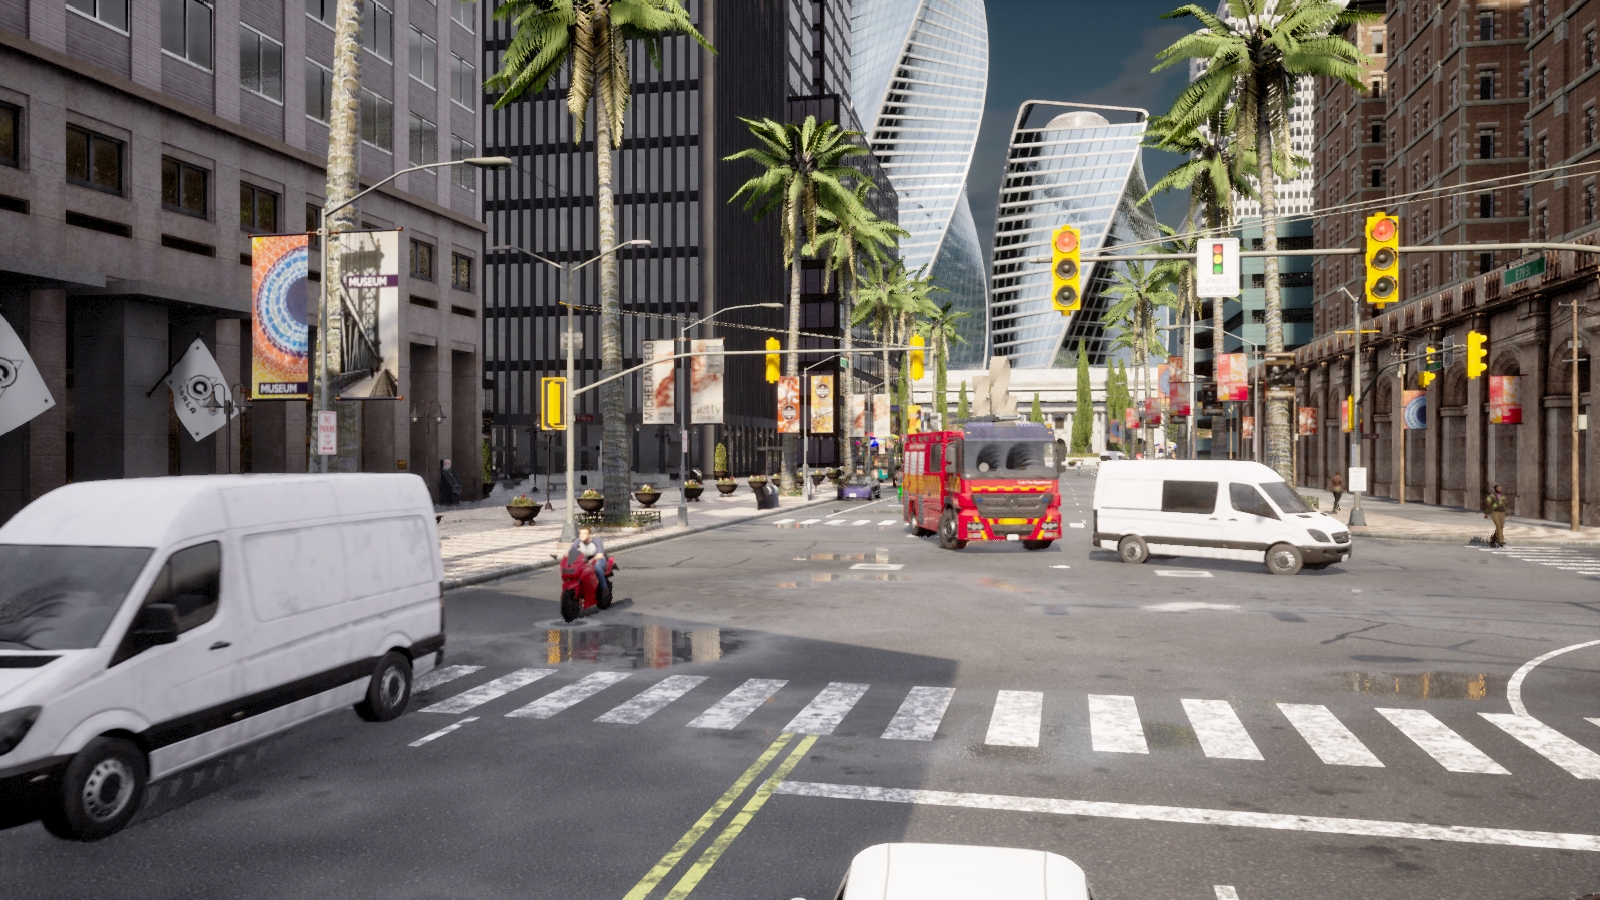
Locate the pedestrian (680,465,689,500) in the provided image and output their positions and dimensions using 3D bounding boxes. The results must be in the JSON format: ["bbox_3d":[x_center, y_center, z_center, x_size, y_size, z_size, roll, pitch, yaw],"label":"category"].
[{"bbox_3d":[-6.106,1.701,60.534,0.375,1.860,0.375,0,0,-23],"label":"pedestrian"}]

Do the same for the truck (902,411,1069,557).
[{"bbox_3d":[5.279,0.891,34.335,2.891,3.827,8.468,0,0,-6],"label":"truck"}]

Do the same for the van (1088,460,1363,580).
[{"bbox_3d":[10.076,1.535,27.503,5.915,2.561,1.988,0,0,45],"label":"van"}]

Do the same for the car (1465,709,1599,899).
[{"bbox_3d":[3.753,1.992,2.523,2.152,1.651,5.027,0,0,7],"label":"car"}]

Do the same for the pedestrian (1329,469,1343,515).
[{"bbox_3d":[21.913,1.696,46.718,0.375,1.860,0.375,0,0,-42],"label":"pedestrian"}]

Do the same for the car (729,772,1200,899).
[{"bbox_3d":[0.558,2.120,3.851,1.481,1.376,2.207,0,0,9],"label":"car"}]

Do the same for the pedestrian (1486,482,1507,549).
[{"bbox_3d":[19.595,1.849,32.152,0.375,1.860,0.375,0,0,6],"label":"pedestrian"}]

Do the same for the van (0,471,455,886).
[{"bbox_3d":[-5.539,1.534,10.368,1.988,2.561,5.915,0,0,12],"label":"van"}]
